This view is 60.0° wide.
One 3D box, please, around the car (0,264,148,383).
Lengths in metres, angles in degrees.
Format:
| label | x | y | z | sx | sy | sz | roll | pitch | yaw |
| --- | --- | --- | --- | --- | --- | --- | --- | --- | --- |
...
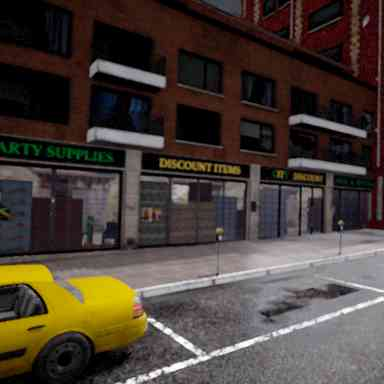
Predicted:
| label | x | y | z | sx | sy | sz | roll | pitch | yaw |
| --- | --- | --- | --- | --- | --- | --- | --- | --- | --- |
| car | -2.932 | 1.558 | 3.948 | 4.829 | 1.417 | 1.752 | 1 | 1 | -34 |
